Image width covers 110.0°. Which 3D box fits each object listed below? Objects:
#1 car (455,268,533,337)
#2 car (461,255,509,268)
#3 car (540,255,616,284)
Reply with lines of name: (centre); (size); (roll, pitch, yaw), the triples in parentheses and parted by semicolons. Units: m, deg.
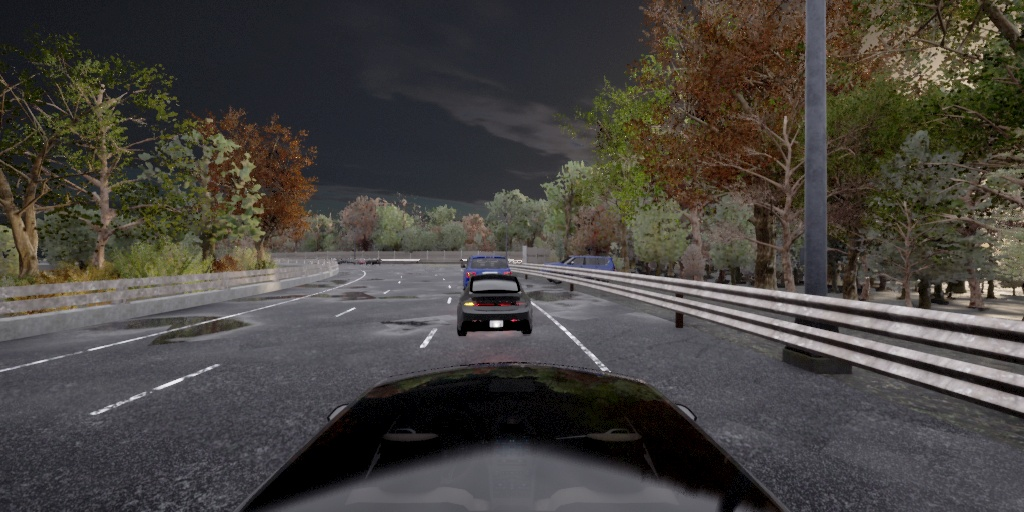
car: (-0.557, 1.255, 10.357); (1.837, 1.490, 4.892); (0, 0, -5)
car: (-1.327, 0.971, 17.834); (2.150, 2.045, 5.566); (0, 0, -8)
car: (4.830, 0.956, 26.142); (5.566, 2.045, 2.150); (3, 1, -8)
